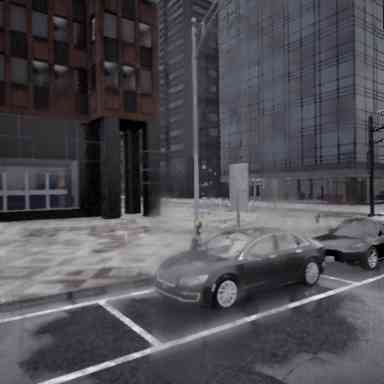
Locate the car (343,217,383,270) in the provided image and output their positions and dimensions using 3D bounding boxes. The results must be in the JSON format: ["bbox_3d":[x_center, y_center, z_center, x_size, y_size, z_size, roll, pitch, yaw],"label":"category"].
[{"bbox_3d":[5.646,1.488,10.684,4.313,1.339,1.947,-1,0,-35],"label":"car"}]

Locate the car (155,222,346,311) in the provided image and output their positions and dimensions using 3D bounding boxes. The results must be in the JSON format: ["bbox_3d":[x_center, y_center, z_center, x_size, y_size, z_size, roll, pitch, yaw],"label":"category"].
[{"bbox_3d":[1.266,1.516,7.561,4.403,1.369,2.008,-1,0,-35],"label":"car"}]
